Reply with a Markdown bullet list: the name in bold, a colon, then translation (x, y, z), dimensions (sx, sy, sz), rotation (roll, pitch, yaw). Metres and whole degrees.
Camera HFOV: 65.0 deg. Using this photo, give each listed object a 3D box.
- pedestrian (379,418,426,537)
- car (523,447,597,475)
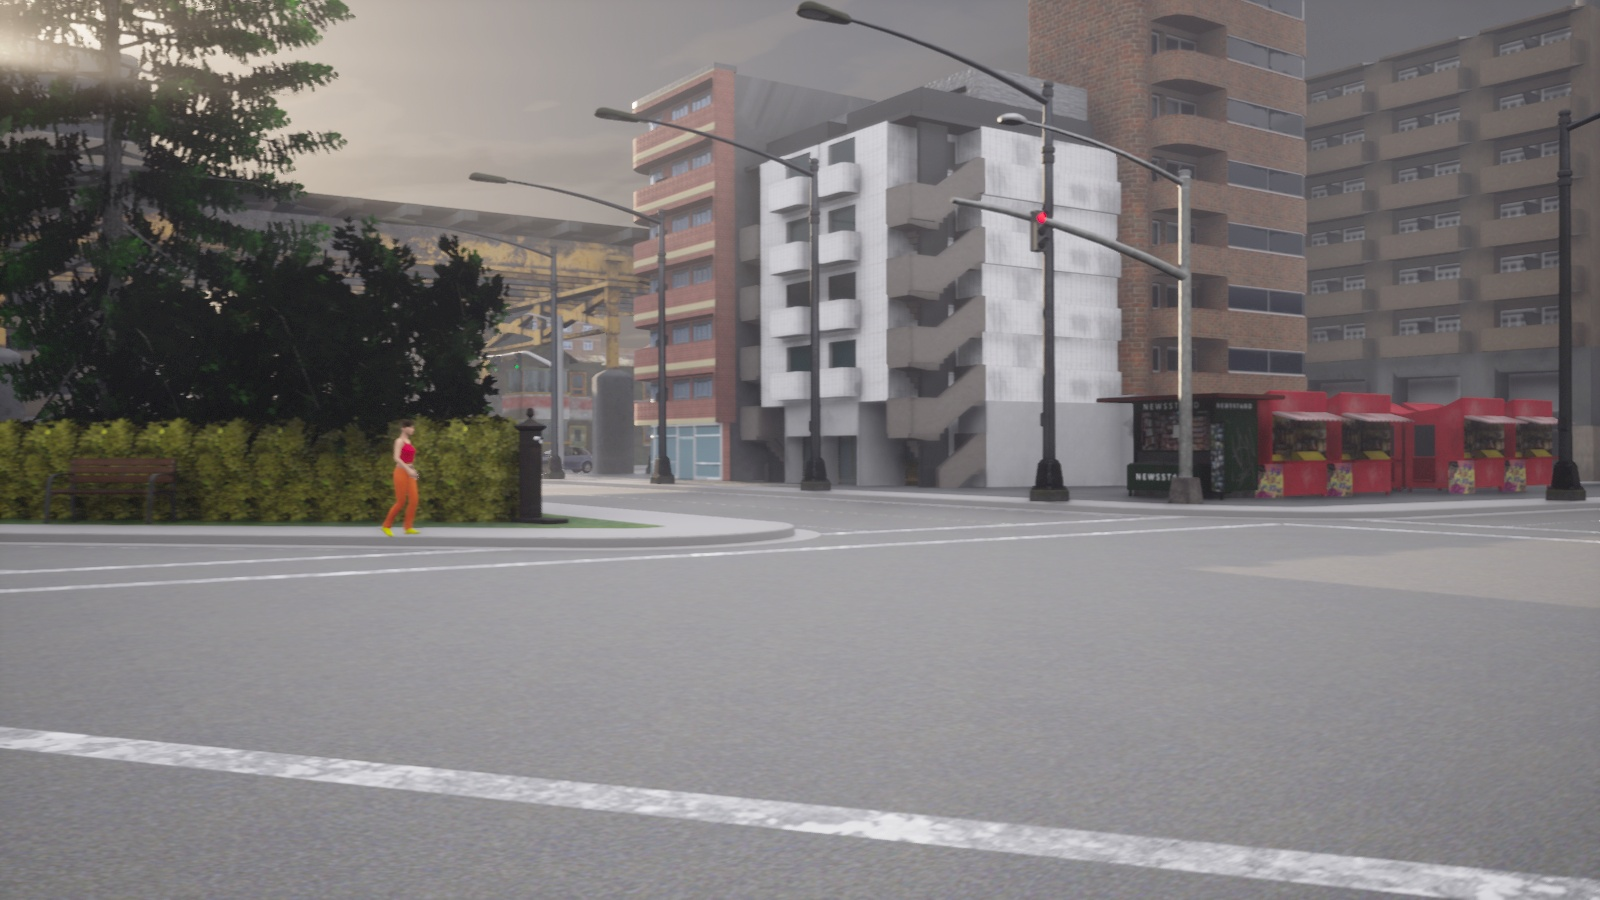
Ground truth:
- **pedestrian**: translation (-6.191, 0.429, 19.581), dimensions (0.594, 1.836, 0.345), rotation (0, 0, 13)
- **car**: translation (-14.514, 0.631, 75.908), dimensions (3.988, 1.617, 1.851), rotation (-1, 0, -35)
